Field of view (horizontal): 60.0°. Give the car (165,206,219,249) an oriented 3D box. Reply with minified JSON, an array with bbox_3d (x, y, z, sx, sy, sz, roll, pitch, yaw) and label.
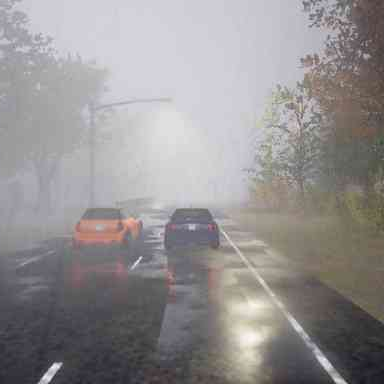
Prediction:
[{"bbox_3d":[0.000,1.367,14.621,2.097,1.767,4.553,0,0,0],"label":"car"}]

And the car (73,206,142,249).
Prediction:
[{"bbox_3d":[-3.500,1.367,14.621,2.097,1.767,4.553,0,0,0],"label":"car"}]
